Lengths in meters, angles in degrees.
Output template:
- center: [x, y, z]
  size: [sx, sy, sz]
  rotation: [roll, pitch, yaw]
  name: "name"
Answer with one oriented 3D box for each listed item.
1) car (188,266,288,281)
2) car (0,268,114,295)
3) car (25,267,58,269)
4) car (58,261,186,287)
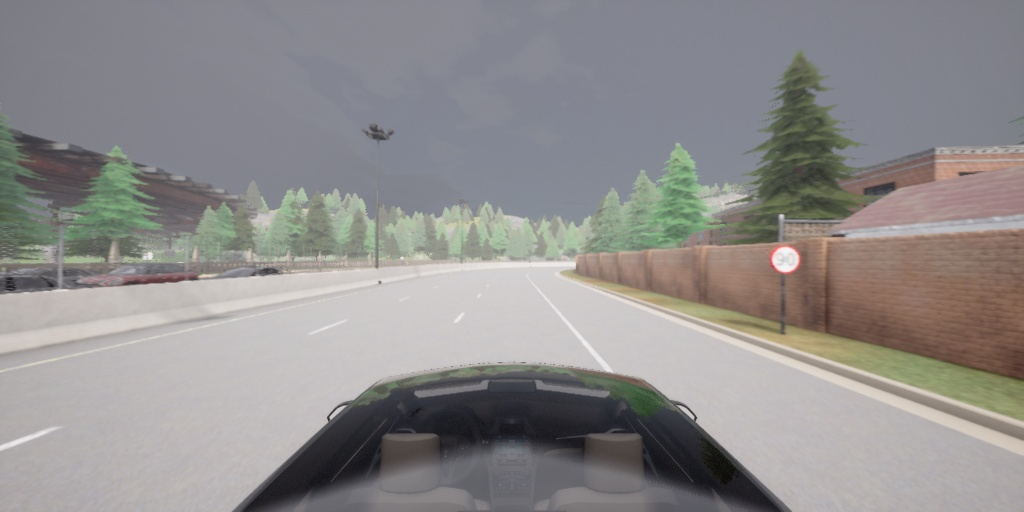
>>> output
- center: [-14.094, 1.308, 19.215]
  size: [1.837, 1.490, 4.892]
  rotation: [0, -1, 0]
  name: "car"
- center: [-14.102, 1.222, 9.337]
  size: [1.837, 1.490, 4.892]
  rotation: [0, -1, 0]
  name: "car"
- center: [-21.017, 1.254, 15.990]
  size: [1.837, 1.490, 4.892]
  rotation: [0, -1, 0]
  name: "car"
- center: [-17.599, 1.112, 17.085]
  size: [2.097, 1.767, 4.553]
  rotation: [0, -1, 0]
  name: "car"
